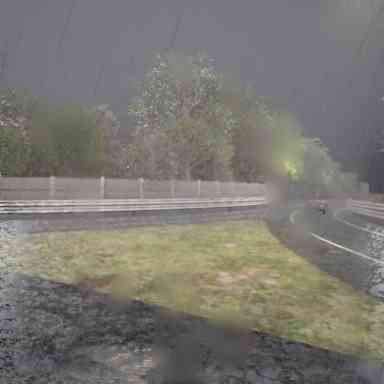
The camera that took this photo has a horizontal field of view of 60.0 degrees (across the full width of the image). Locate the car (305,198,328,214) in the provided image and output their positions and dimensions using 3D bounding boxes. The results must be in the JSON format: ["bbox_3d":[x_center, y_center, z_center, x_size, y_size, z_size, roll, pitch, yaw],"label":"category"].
[{"bbox_3d":[12.248,1.317,32.651,2.033,1.411,5.357,0,1,26],"label":"car"}]
